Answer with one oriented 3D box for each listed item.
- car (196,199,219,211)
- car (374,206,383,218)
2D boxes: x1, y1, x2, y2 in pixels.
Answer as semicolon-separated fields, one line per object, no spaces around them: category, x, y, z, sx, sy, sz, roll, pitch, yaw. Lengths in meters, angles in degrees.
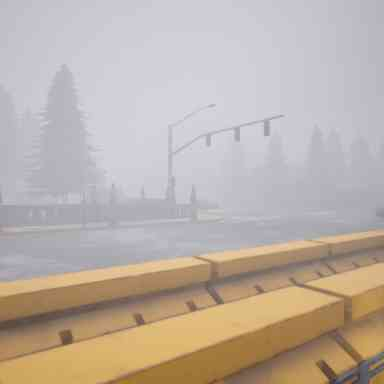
car;1.510;1.564;41.716;1.994;1.385;4.181;0;0;-36
car;16.350;1.526;24.974;4.674;1.442;1.812;0;0;36
